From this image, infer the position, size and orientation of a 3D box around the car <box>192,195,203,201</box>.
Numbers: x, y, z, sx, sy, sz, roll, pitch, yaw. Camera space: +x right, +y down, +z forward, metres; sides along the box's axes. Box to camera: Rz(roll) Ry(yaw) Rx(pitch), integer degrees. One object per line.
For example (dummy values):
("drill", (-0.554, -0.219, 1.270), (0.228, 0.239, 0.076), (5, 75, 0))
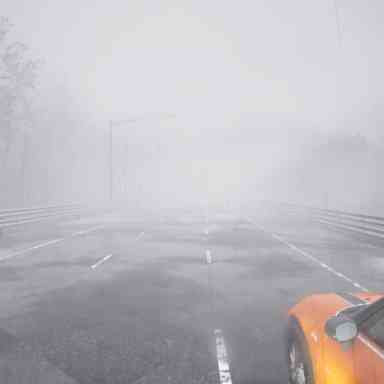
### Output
("car", (1.000, 1.621, 85.724), (2.033, 1.411, 5.357), (0, 0, 7))

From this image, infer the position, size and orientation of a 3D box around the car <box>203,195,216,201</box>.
("car", (4.530, 1.676, 85.760), (1.895, 1.301, 4.718), (0, 0, 7))

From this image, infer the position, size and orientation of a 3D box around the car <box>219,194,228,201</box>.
("car", (8.095, 1.437, 86.087), (2.097, 1.767, 4.553), (0, 0, 7))

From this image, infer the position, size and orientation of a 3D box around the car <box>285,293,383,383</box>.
("car", (2.111, 1.352, 2.101), (2.097, 1.767, 4.553), (0, 0, 1))
